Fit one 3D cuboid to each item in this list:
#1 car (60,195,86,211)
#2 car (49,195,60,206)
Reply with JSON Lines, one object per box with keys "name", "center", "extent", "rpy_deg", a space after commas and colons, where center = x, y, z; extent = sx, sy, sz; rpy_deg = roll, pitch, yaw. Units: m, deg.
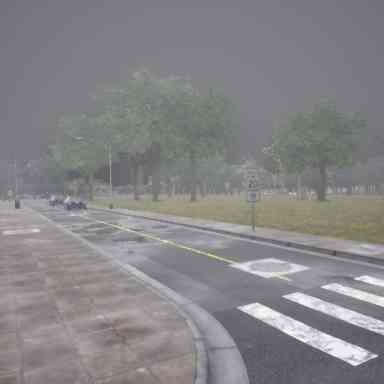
{"name": "car", "center": [-14.246, 1.248, 40.223], "extent": [2.097, 1.767, 4.553], "rpy_deg": [-2, 1, -28]}
{"name": "car", "center": [-21.059, 1.282, 52.182], "extent": [2.097, 1.767, 4.553], "rpy_deg": [-2, 1, -30]}
